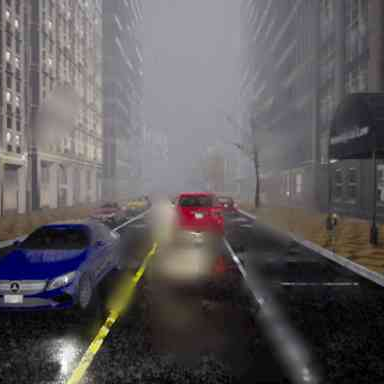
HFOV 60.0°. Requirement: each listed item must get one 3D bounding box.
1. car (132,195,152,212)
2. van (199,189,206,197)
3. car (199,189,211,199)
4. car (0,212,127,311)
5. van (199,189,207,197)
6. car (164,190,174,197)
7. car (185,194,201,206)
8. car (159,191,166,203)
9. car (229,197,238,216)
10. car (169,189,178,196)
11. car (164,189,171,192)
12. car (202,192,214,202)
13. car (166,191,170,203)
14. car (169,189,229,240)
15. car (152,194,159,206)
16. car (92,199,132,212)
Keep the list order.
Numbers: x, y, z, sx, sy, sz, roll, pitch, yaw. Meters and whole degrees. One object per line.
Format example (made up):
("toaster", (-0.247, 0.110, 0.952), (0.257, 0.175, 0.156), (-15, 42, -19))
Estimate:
("car", (-5.304, 1.082, 32.422), (1.752, 1.417, 4.829), (0, 1, 0))
("van", (2.595, 0.202, 82.509), (1.690, 1.788, 3.998), (0, 1, 0))
("car", (2.593, 0.409, 65.866), (2.192, 1.841, 5.009), (0, 1, 0))
("car", (-2.847, 1.420, 7.638), (1.812, 1.442, 4.674), (0, 1, 0))
("van", (2.593, 0.280, 76.962), (1.690, 1.788, 3.998), (0, 1, 0))
("car", (-5.288, 0.379, 76.966), (1.967, 1.590, 4.097), (0, 1, 0))
("car", (0.116, 0.989, 41.994), (1.994, 1.385, 4.181), (0, 1, 0))
("car", (-5.298, 0.907, 49.234), (1.802, 1.307, 4.206), (0, 1, 0))
("car", (2.574, 1.071, 27.041), (1.967, 1.590, 4.097), (0, 1, 0))
("car", (-5.282, 0.018, 93.605), (2.192, 1.841, 5.009), (0, 1, 0))
("car", (-5.294, 0.716, 60.327), (1.887, 1.381, 4.507), (0, 1, 0))
("car", (2.584, 0.772, 54.947), (1.752, 1.417, 4.829), (0, 1, 0))
("car", (-2.731, 0.957, 50.772), (1.895, 1.301, 4.718), (0, 1, 0))
("car", (0.186, 1.006, 15.783), (2.150, 2.045, 5.566), (0, 1, -2))
("car", (-5.302, 1.044, 38.139), (1.947, 1.339, 4.313), (0, 1, 0))
("car", (-5.308, 1.288, 21.499), (1.802, 1.307, 4.206), (0, 1, 0))
